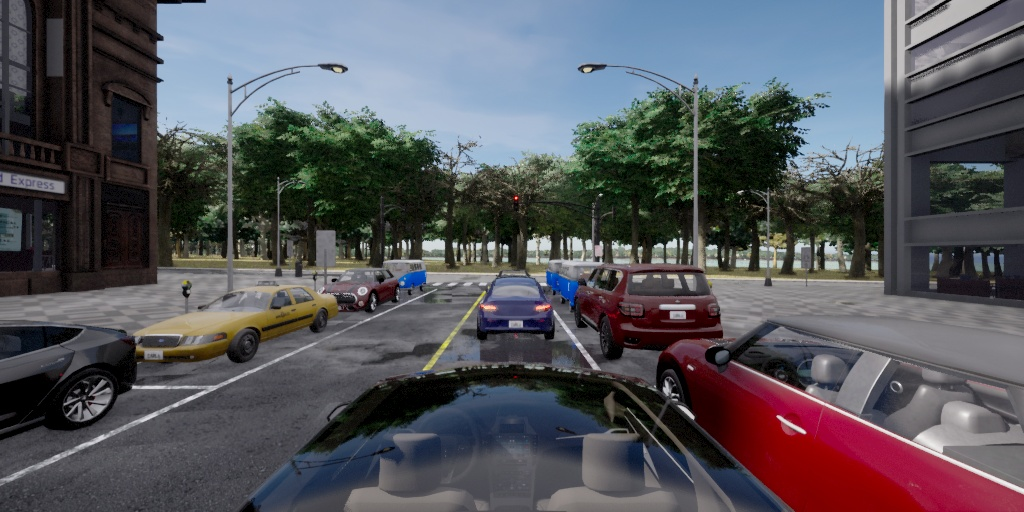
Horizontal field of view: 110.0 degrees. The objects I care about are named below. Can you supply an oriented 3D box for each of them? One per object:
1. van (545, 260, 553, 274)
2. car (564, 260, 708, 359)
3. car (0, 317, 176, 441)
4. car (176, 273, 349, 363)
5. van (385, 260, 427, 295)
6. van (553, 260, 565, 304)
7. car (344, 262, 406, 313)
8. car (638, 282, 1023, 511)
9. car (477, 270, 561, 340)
[{"bbox_3d":[2.756,1.092,19.228,1.690,1.789,3.998,0,0,0],"label":"van"},{"bbox_3d":[2.760,1.065,8.353,2.192,1.841,5.009,0,0,0],"label":"car"},{"bbox_3d":[-5.763,1.316,2.912,1.948,1.339,4.313,0,0,0],"label":"car"},{"bbox_3d":[-5.765,1.275,8.180,1.751,1.417,4.829,0,0,0],"label":"car"},{"bbox_3d":[-5.769,1.092,19.225,1.690,1.789,3.998,0,0,0],"label":"van"},{"bbox_3d":[2.758,1.091,13.790,1.690,1.789,3.998,0,0,0],"label":"van"},{"bbox_3d":[-5.767,1.190,13.787,1.967,1.591,4.097,0,0,0],"label":"car"},{"bbox_3d":[2.762,1.190,2.915,1.967,1.591,4.097,0,0,0],"label":"car"},{"bbox_3d":[0.095,1.276,9.890,1.812,1.442,4.674,0,0,0],"label":"car"}]
